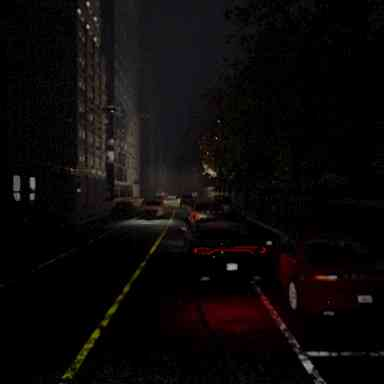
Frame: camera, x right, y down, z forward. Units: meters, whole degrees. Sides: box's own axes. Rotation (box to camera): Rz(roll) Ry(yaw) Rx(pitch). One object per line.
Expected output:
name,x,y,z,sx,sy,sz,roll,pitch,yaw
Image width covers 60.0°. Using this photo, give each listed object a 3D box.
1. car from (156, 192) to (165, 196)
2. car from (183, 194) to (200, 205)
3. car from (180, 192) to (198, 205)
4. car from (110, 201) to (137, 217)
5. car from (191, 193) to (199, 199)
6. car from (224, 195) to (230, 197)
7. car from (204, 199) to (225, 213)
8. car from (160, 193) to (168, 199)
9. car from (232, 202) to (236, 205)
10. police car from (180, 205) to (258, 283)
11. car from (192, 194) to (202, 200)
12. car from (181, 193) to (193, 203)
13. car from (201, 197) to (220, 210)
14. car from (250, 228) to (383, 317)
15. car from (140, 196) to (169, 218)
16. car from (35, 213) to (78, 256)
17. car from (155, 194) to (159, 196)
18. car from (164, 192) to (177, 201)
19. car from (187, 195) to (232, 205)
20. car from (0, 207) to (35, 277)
car,-7.196,0.947,74.127,2.192,1.841,5.009,0,0,-2
car,0.666,1.256,25.723,2.097,1.767,4.553,0,0,1
car,-0.643,1.140,47.082,2.097,1.767,4.553,0,0,-1
car,-6.027,1.449,29.657,1.947,1.339,4.313,0,0,-1
car,0.893,0.973,90.764,1.967,1.590,4.097,0,0,-2
car,2.503,1.200,29.627,2.192,1.841,5.009,0,0,-2
car,2.355,1.436,35.186,1.802,1.307,4.206,0,0,-2
car,-7.637,1.082,90.804,2.008,1.369,4.403,0,0,-2
car,2.621,1.494,24.062,1.802,1.307,4.206,0,0,-1
police car,0.729,1.395,9.747,1.930,1.638,5.238,0,0,-3
car,1.185,1.152,79.648,2.008,1.369,4.403,0,0,-2
car,-1.018,1.061,60.927,2.097,1.767,4.553,0,0,-2
car,2.209,1.374,40.743,2.008,1.369,4.403,0,0,-2
car,2.693,1.523,7.404,1.887,1.381,4.507,0,0,0
car,-3.280,1.366,28.715,1.882,1.535,5.008,0,0,-1
car,-5.832,1.525,12.911,1.947,1.339,4.313,0,0,0
car,-6.613,1.341,51.897,1.802,1.307,4.206,0,0,-2
car,-4.240,1.181,69.263,1.812,1.442,4.674,0,0,-2
car,0.883,1.283,19.674,2.097,1.767,4.553,0,0,0
car,-5.832,1.294,7.349,2.192,1.841,5.009,0,0,0
